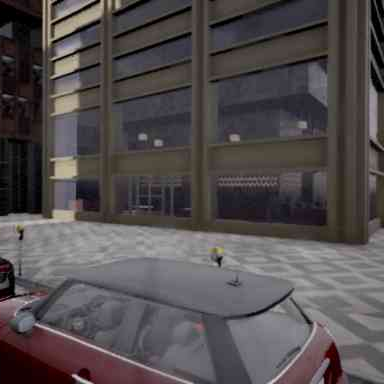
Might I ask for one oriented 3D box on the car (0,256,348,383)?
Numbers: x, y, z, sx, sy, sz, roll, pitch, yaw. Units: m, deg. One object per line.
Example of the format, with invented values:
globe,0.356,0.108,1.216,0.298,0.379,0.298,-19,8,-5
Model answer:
car,-0.696,1.435,3.455,4.097,1.590,1.967,0,0,35
